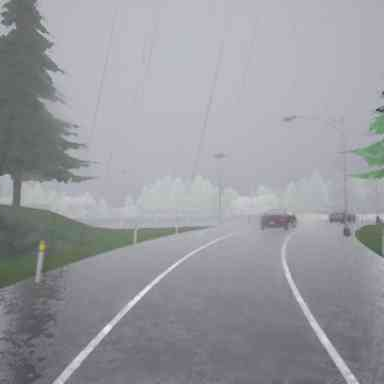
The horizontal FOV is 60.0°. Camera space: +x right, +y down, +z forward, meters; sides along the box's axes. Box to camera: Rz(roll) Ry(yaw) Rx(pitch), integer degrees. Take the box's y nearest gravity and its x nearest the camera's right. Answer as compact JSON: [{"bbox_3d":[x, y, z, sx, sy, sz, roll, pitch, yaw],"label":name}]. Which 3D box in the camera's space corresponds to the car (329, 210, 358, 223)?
[{"bbox_3d":[18.227,2.974,39.952,4.902,1.511,2.128,4,-6,-43],"label":"car"}]

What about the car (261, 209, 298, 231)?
[{"bbox_3d":[6.548,2.003,24.771,1.882,1.535,5.008,-2,-3,27],"label":"car"}]
